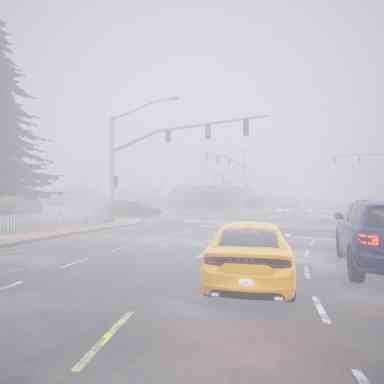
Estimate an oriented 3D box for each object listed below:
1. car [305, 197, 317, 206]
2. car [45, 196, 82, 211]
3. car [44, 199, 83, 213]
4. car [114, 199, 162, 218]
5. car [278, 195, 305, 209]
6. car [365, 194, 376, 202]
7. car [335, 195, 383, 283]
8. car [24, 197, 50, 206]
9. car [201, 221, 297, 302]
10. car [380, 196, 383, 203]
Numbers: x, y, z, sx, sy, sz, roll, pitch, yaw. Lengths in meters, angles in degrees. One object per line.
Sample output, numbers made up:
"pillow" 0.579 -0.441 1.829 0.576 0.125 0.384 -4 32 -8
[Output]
"car" 19.085 1.526 54.544 1.812 1.442 4.674 0 0 32
"car" -16.410 1.407 42.543 4.553 1.767 2.097 0 0 32
"car" -14.151 1.581 37.012 4.674 1.442 1.812 0 0 32
"car" -5.004 1.562 31.242 4.892 1.490 1.837 -1 0 34
"car" 13.332 1.547 45.166 2.033 1.411 5.357 0 0 31
"car" 42.809 1.355 79.739 2.097 1.767 4.553 0 0 31
"car" 5.453 1.221 9.459 2.150 2.045 5.566 0 0 19
"car" -26.763 1.582 57.458 4.674 1.442 1.812 0 0 32
"car" 1.490 1.478 8.426 1.882 1.535 5.008 0 0 12
"car" 40.485 1.540 69.234 2.033 1.411 5.357 0 0 31
